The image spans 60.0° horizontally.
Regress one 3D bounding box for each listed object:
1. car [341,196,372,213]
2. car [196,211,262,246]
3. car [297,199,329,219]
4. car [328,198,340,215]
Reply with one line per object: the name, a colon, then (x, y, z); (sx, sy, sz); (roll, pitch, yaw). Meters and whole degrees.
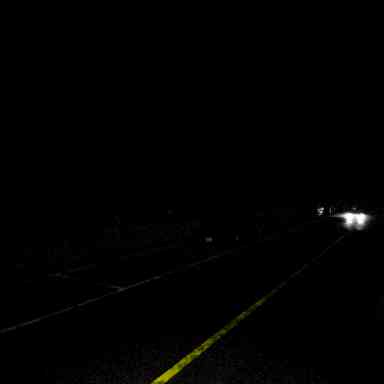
car: (18.250, 1.493, 36.780); (2.128, 1.511, 4.902); (0, 0, 32)
car: (1.844, 1.566, 15.392); (1.947, 1.339, 4.313); (0, 0, 32)
car: (10.605, 1.583, 29.463); (1.802, 1.307, 4.206); (0, 0, 32)
car: (13.526, 1.567, 34.153); (1.947, 1.339, 4.313); (0, 0, 32)
